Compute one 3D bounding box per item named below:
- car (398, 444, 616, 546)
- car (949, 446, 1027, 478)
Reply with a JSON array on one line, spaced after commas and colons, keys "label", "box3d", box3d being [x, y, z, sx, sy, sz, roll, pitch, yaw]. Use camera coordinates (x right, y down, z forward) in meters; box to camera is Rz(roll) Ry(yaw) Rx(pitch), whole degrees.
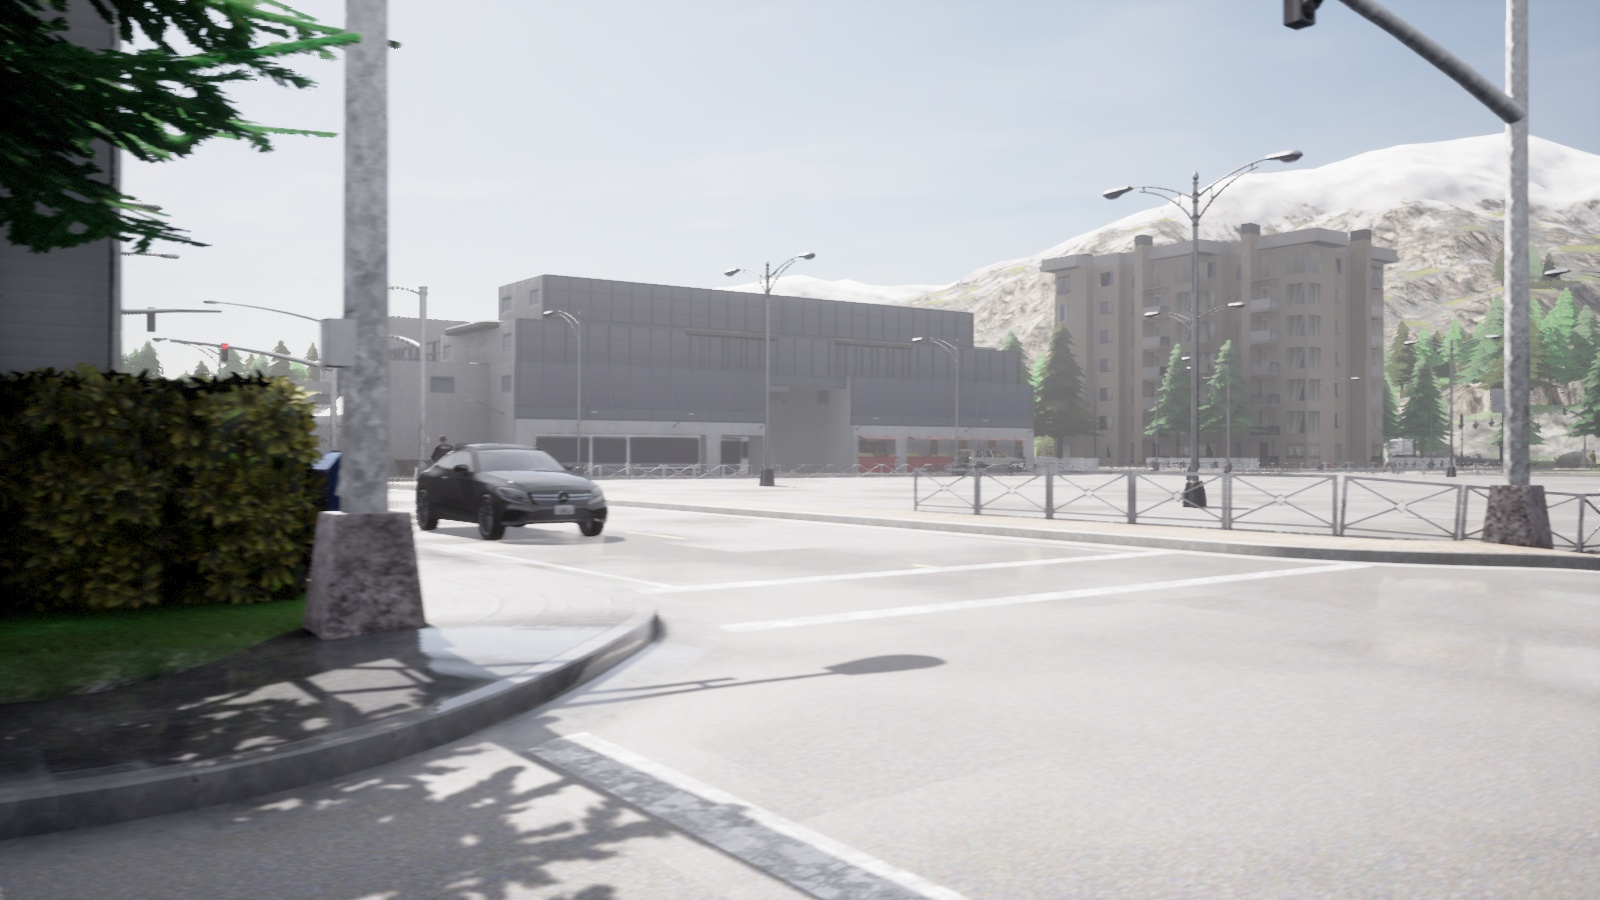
[{"label": "car", "box3d": [-4.839, 0.639, 20.206, 1.812, 1.442, 4.674, 0, 0, -35]}, {"label": "car", "box3d": [11.387, 0.707, 75.943, 4.605, 1.855, 1.932, 0, 0, -35]}]
